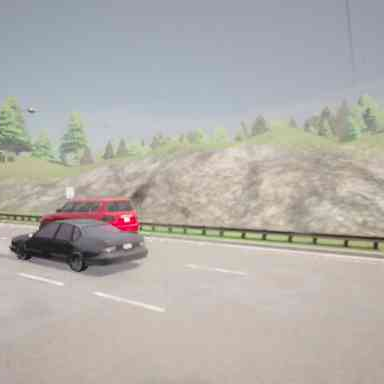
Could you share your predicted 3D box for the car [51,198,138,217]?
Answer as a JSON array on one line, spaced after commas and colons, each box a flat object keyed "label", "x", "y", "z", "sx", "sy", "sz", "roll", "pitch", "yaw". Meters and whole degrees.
[{"label": "car", "x": -5.039, "y": 1.324, "z": 16.103, "sx": 5.566, "sy": 2.045, "sz": 2.150, "roll": -1, "pitch": 0, "yaw": 35}]

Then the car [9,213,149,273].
[{"label": "car", "x": -3.888, "y": 1.620, "z": 10.995, "sx": 5.357, "sy": 1.411, "sz": 2.033, "roll": -1, "pitch": 0, "yaw": 35}]
